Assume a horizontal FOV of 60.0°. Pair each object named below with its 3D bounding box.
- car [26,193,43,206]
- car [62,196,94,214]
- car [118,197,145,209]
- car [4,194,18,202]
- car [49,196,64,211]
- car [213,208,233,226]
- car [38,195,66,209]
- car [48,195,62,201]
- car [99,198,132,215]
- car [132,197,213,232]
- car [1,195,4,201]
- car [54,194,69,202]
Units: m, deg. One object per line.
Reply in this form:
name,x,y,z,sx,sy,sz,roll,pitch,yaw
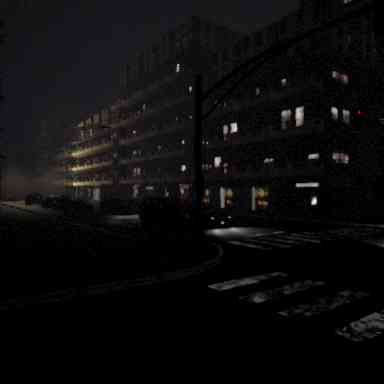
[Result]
car,-24.585,1.124,51.954,2.192,1.841,5.009,0,0,-36
car,-11.298,1.406,33.600,1.887,1.381,4.507,0,0,-36
car,-7.832,1.395,43.105,1.802,1.307,4.206,0,0,-36
car,-37.872,1.374,70.308,1.802,1.307,4.206,0,0,-36
car,-14.620,1.412,38.190,1.947,1.339,4.313,0,0,-36
car,0.276,1.444,22.023,2.033,1.411,5.357,0,0,-36
car,-17.942,1.398,42.779,1.947,1.339,4.313,0,0,-36
car,-31.083,1.310,75.221,2.008,1.369,4.403,0,0,-36
car,-7.478,1.336,32.740,1.882,1.535,5.008,0,1,-36
car,-1.333,1.225,19.835,2.192,1.841,5.009,0,0,-36
car,-41.194,1.232,74.895,1.967,1.590,4.097,0,0,-36
car,-27.762,1.200,70.634,1.967,1.590,4.097,0,0,-36
